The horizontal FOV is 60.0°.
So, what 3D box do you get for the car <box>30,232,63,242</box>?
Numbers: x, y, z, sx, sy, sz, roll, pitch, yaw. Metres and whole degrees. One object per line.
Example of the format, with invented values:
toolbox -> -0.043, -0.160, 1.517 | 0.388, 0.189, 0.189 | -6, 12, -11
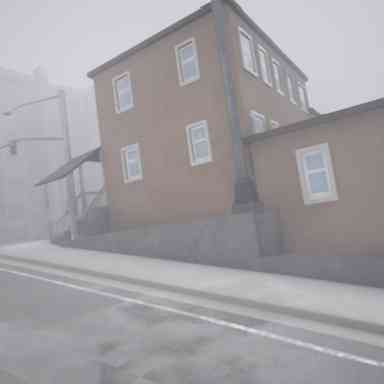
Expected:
car -> -11.815, 4.291, 29.177 | 1.837, 1.490, 4.892 | -12, -10, 35
